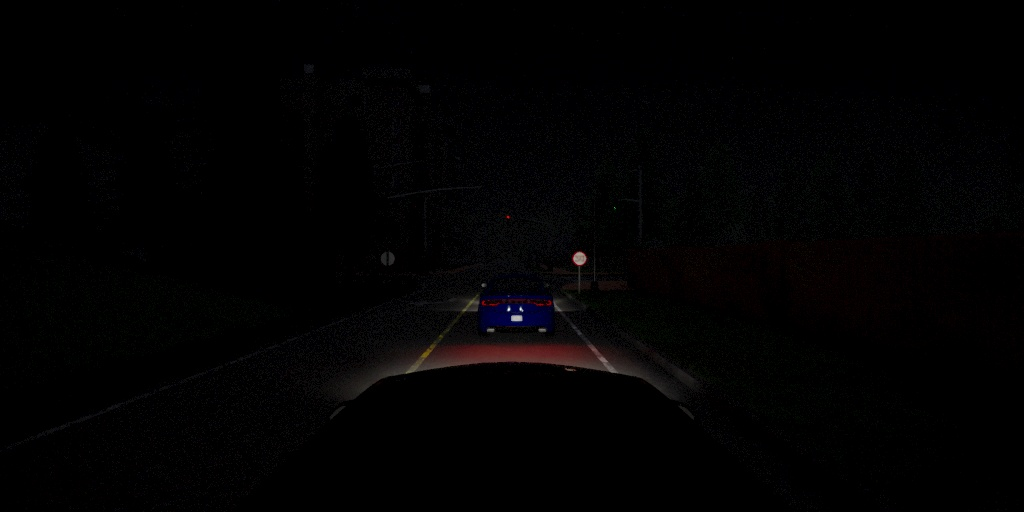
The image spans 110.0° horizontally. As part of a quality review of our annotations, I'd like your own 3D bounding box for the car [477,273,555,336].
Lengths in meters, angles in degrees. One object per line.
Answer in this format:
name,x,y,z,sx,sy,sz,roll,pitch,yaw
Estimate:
car,0.098,1.228,10.415,1.882,1.535,5.008,0,0,0
